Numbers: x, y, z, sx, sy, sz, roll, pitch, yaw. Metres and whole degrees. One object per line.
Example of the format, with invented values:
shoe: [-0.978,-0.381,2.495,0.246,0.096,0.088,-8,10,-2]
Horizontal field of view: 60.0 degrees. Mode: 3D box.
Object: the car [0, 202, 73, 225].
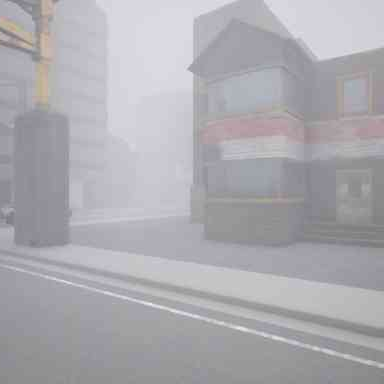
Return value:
car: [-10.732,1.453,23.536,2.038,1.542,4.974,0,0,16]
